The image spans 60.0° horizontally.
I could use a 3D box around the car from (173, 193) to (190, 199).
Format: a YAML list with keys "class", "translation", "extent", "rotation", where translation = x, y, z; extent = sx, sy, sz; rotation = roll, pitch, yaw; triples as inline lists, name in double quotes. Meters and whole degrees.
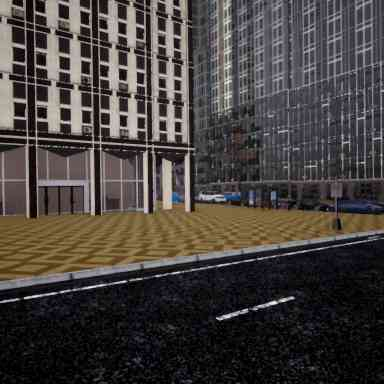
- class: "car"
  translation: [-2.374, 0.934, 74.345]
  extent: [1.802, 1.307, 4.206]
  rotation: [0, 1, -34]

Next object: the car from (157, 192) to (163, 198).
- class: "car"
  translation: [-5.572, 0.613, 79.041]
  extent: [2.192, 1.841, 5.009]
  rotation: [0, 1, -34]

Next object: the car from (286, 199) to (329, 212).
- class: "car"
  translation: [12.973, 1.422, 36.667]
  extent: [1.947, 1.339, 4.313]
  rotation: [-1, 1, -34]

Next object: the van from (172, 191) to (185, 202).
- class: "van"
  translation: [-2.907, 0.936, 60.231]
  extent: [1.690, 1.788, 3.998]
  rotation: [0, 1, -34]

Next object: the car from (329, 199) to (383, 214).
- class: "car"
  translation: [17.595, 1.399, 34.674]
  extent: [2.033, 1.411, 5.357]
  rotation: [-1, 1, -34]

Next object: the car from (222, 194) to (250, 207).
- class: "car"
  translation: [6.640, 1.318, 46.109]
  extent: [1.947, 1.339, 4.313]
  rotation: [-1, 1, -34]

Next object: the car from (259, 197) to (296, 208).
- class: "car"
  translation: [11.233, 1.349, 44.045]
  extent: [1.895, 1.301, 4.718]
  rotation: [-1, 1, -34]

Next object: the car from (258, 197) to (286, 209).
- class: "car"
  translation: [9.789, 1.386, 41.378]
  extent: [1.802, 1.307, 4.206]
  rotation: [-1, 1, -34]

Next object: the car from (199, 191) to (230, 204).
- class: "car"
  translation: [3.357, 0.841, 55.644]
  extent: [2.150, 2.045, 5.566]
  rotation: [-1, 1, -34]

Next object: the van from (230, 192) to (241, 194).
- class: "van"
  translation: [7.218, 0.853, 60.245]
  extent: [1.690, 1.788, 3.998]
  rotation: [-1, 1, -34]
